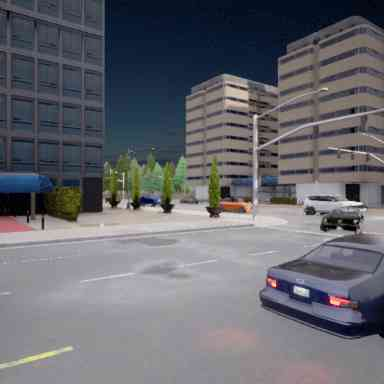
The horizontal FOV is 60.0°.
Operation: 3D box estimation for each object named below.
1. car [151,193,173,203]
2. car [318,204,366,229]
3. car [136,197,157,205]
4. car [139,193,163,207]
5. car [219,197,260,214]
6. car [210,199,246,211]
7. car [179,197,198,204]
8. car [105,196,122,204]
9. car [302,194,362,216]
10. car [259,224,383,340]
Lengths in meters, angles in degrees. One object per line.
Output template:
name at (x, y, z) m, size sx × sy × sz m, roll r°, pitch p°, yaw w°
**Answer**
car at (-6.367, 1.223, 69.982) m, size 2.150 × 2.045 × 5.566 m, roll 0°, pitch 0°, yaw -35°
car at (8.894, 1.601, 19.372) m, size 1.895 × 1.301 × 4.718 m, roll 0°, pitch 0°, yaw 31°
car at (-8.311, 1.601, 60.319) m, size 1.895 × 1.301 × 4.718 m, roll 0°, pitch 0°, yaw -35°
car at (-5.811, 1.222, 50.602) m, size 2.150 × 2.045 × 5.566 m, roll 0°, pitch 0°, yaw -35°
car at (5.049, 1.352, 35.056) m, size 2.097 × 1.767 × 4.553 m, roll 0°, pitch 0°, yaw -34°
car at (4.449, 1.601, 42.047) m, size 1.895 × 1.301 × 4.718 m, roll 0°, pitch 0°, yaw -35°
car at (-0.647, 1.564, 61.855) m, size 1.994 × 1.385 × 4.181 m, roll 0°, pitch 0°, yaw -34°
car at (-15.268, 1.418, 64.259) m, size 1.837 × 1.490 × 4.892 m, roll 0°, pitch 0°, yaw -35°
car at (12.728, 1.223, 30.237) m, size 2.150 × 2.045 × 5.566 m, roll 0°, pitch 0°, yaw -35°
car at (3.702, 1.547, 6.462) m, size 5.357 × 1.411 × 2.033 m, roll 0°, pitch 0°, yaw -35°
